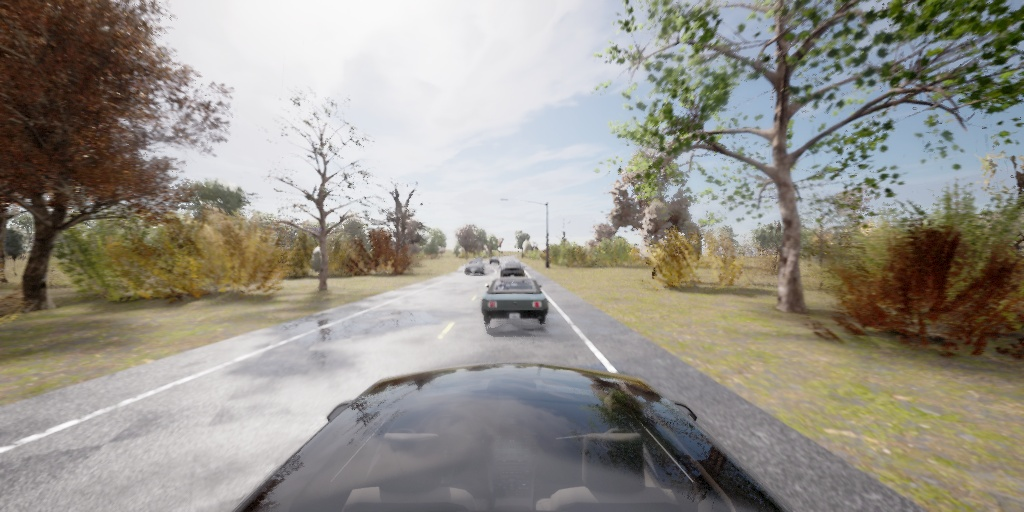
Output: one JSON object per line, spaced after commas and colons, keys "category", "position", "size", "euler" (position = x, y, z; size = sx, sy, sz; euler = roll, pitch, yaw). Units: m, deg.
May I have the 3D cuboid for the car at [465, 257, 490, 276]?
{"category": "car", "position": [-3.755, 1.180, 36.953], "size": [2.128, 1.511, 4.902], "euler": [0, 0, -1]}

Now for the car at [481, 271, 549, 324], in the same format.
{"category": "car", "position": [0.078, 1.336, 11.896], "size": [1.895, 1.301, 4.718], "euler": [0, 0, 0]}

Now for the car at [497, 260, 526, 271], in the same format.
{"category": "car", "position": [0.026, 1.212, 28.862], "size": [1.837, 1.490, 4.892], "euler": [0, 0, 0]}
